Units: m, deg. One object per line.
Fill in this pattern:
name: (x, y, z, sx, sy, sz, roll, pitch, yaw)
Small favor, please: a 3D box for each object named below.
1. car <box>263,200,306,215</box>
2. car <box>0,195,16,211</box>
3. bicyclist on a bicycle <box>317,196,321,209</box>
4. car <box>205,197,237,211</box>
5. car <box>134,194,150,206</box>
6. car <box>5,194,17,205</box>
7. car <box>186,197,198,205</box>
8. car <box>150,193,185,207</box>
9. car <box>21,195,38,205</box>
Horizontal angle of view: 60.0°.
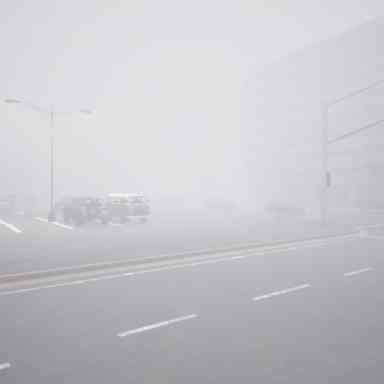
car: (9.406, 1.581, 34.141, 1.812, 1.442, 4.674, 0, 0, -36)
car: (-21.703, 1.451, 37.968, 1.970, 1.475, 3.806, 0, 0, -35)
bicyclist on a bicycle: (16.620, 1.356, 42.913, 1.656, 1.620, 0.582, 0, 0, -35)
car: (3.650, 1.407, 42.202, 2.097, 1.767, 4.553, 0, 0, -35)
car: (-9.224, 1.581, 66.502, 1.812, 1.442, 4.674, 0, 0, -35)
car: (-29.569, 1.212, 53.797, 1.905, 1.878, 3.866, 0, 0, -35)
car: (-0.972, 1.603, 61.035, 2.033, 1.411, 5.357, 0, 0, -35)
car: (-4.005, 1.268, 52.995, 2.150, 2.045, 5.566, 0, 1, -35)
car: (-27.173, 1.209, 55.422, 1.932, 1.855, 4.605, 0, 0, -35)
